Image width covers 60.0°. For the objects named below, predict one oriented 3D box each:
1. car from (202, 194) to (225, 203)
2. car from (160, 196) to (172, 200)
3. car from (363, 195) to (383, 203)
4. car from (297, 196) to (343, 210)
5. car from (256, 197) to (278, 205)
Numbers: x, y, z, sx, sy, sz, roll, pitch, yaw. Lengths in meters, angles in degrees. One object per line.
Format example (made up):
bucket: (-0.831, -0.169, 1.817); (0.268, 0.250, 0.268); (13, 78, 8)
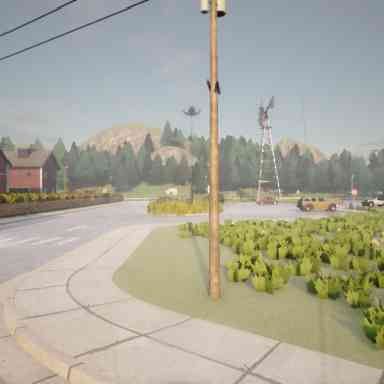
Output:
car: (4.264, 1.393, 69.369); (2.150, 2.045, 5.566); (1, -1, -44)
car: (-6.233, 1.722, 88.676); (5.008, 1.535, 1.882); (0, 0, -42)
car: (27.744, 1.377, 50.006); (3.866, 1.878, 1.905); (0, 0, -2)
car: (14.812, 1.388, 39.410); (4.605, 1.855, 1.932); (0, 0, -2)
car: (13.937, 1.649, 61.873); (3.905, 1.438, 1.784); (0, 0, -2)
